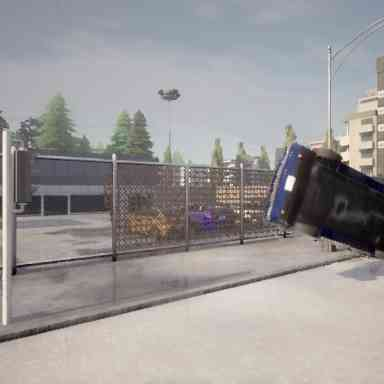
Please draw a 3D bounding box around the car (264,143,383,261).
[{"bbox_3d":[3.696,0.404,8.190,4.718,1.895,1.301,19,-2,-29],"label":"car"}]
